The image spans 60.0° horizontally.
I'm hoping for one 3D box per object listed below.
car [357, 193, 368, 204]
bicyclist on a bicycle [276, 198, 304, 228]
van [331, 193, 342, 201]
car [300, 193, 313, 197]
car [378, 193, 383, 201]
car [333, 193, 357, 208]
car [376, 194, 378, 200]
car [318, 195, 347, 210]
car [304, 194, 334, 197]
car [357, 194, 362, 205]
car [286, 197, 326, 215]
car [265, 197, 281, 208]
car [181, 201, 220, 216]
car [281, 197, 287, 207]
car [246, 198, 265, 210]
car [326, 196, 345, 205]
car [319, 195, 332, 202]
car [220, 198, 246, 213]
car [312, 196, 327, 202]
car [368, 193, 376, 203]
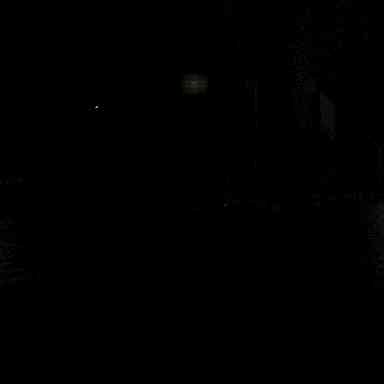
[{"bbox_3d":[26.915,1.117,54.617,2.192,1.841,5.009,0,0,35],"label":"car"},{"bbox_3d":[5.360,1.177,18.359,1.656,1.620,0.582,-1,0,35],"label":"bicyclist on a bicycle"},{"bbox_3d":[35.992,1.185,82.651,1.690,1.788,3.998,-1,0,35],"label":"van"},{"bbox_3d":[19.917,1.415,59.484,1.887,1.381,4.507,0,0,35],"label":"car"},{"bbox_3d":[42.990,1.357,77.779,1.802,1.307,4.206,-1,0,35],"label":"car"},{"bbox_3d":[20.485,1.136,45.353,2.192,1.841,5.009,0,0,35],"label":"car"},{"bbox_3d":[36.657,1.301,68.654,1.752,1.417,4.829,-1,0,35],"label":"car"},{"bbox_3d":[17.271,1.376,40.719,1.887,1.381,4.507,0,0,35],"label":"car"},{"bbox_3d":[17.421,1.336,45.441,2.128,1.511,4.902,-1,0,35],"label":"car"},{"bbox_3d":[23.701,1.377,49.984,1.947,1.339,4.313,0,0,35],"label":"car"},{"bbox_3d":[10.842,1.424,31.453,1.947,1.339,4.313,0,0,35],"label":"car"},{"bbox_3d":[10.174,1.426,45.444,1.752,1.417,4.829,0,0,35],"label":"car"},{"bbox_3d":[0.626,1.524,31.685,1.802,1.307,4.206,0,0,35],"label":"car"},{"bbox_3d":[13.487,1.455,50.218,1.947,1.339,4.313,0,0,35],"label":"car"},{"bbox_3d":[7.057,1.494,40.951,1.802,1.307,4.206,0,0,35],"label":"car"},{"bbox_3d":[23.285,1.353,53.893,1.812,1.442,4.674,-1,0,35],"label":"car"},{"bbox_3d":[29.563,1.426,73.383,1.802,1.307,4.206,0,0,35],"label":"car"},{"bbox_3d":[3.840,1.366,36.318,1.967,1.590,4.097,0,0,35],"label":"car"},{"bbox_3d":[26.349,1.417,68.751,1.947,1.339,4.313,0,0,35],"label":"car"},{"bbox_3d":[33.345,1.098,63.883,2.192,1.841,5.009,0,0,35],"label":"car"}]
